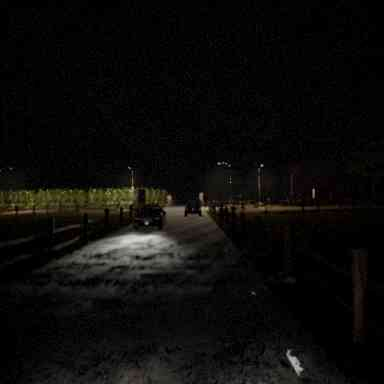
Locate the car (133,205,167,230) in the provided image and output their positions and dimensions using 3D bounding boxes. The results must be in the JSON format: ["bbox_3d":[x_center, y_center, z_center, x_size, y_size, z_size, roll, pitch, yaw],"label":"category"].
[{"bbox_3d":[-2.749,1.656,22.665,2.128,1.511,4.902,0,-1,0],"label":"car"}]

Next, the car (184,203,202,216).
[{"bbox_3d":[0.103,1.875,36.117,2.033,1.411,5.357,0,-1,0],"label":"car"}]
